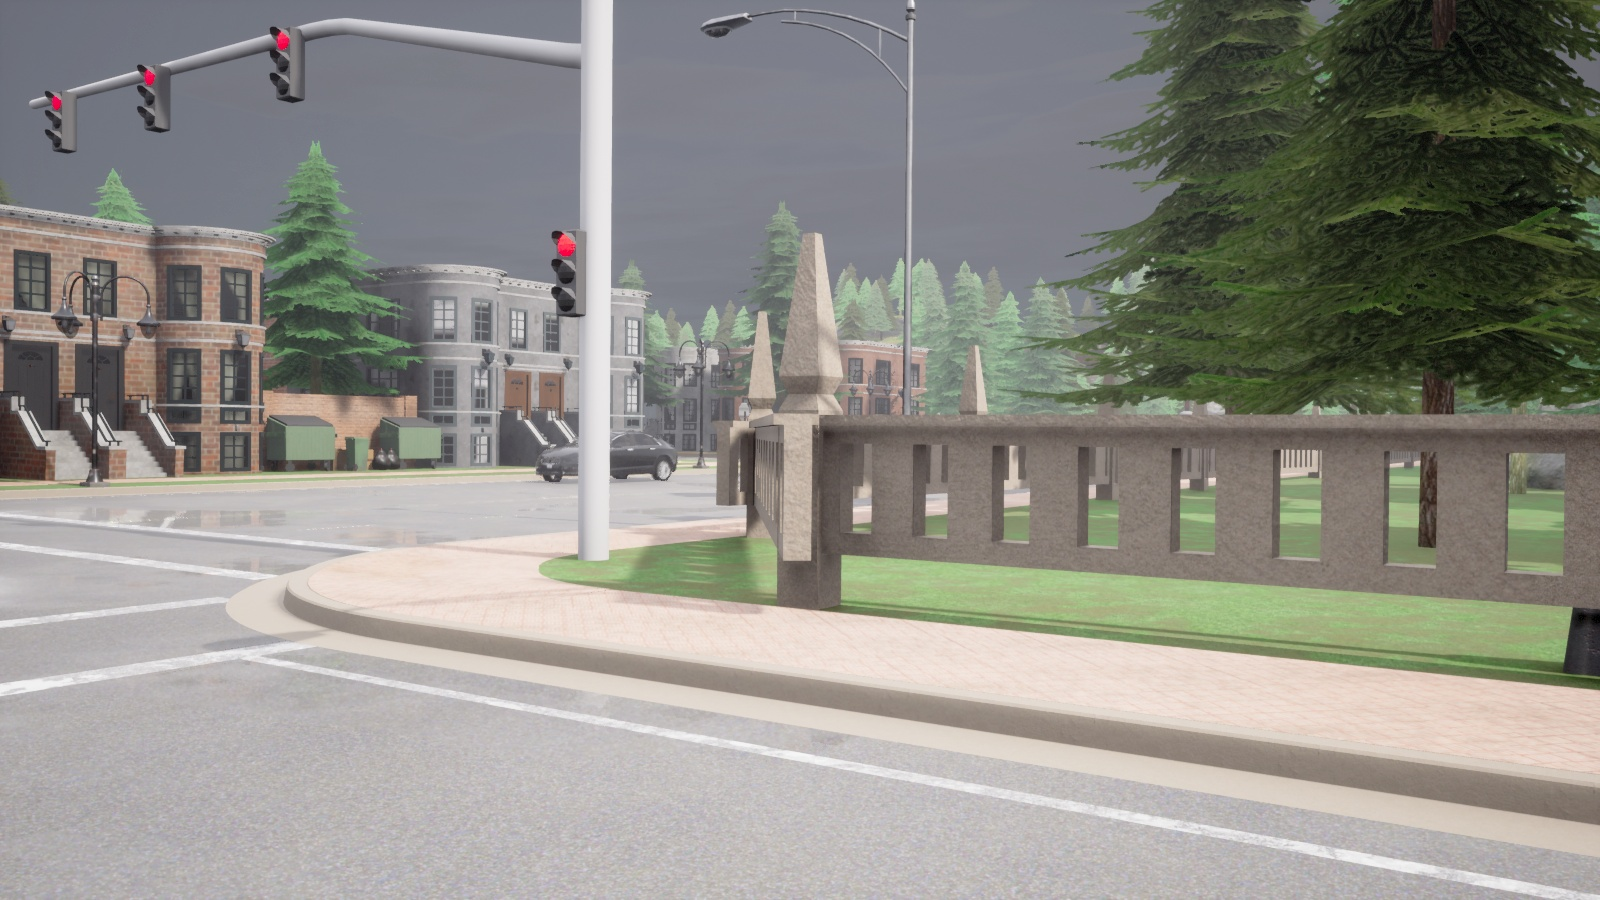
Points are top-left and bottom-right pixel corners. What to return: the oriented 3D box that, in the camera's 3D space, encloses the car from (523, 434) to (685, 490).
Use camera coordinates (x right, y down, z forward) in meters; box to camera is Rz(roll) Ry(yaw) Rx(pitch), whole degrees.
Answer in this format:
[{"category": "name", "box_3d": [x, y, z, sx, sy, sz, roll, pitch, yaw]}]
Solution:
[{"category": "car", "box_3d": [-5.601, 0.288, 36.526, 1.837, 1.490, 4.892, 0, 1, 34]}]
